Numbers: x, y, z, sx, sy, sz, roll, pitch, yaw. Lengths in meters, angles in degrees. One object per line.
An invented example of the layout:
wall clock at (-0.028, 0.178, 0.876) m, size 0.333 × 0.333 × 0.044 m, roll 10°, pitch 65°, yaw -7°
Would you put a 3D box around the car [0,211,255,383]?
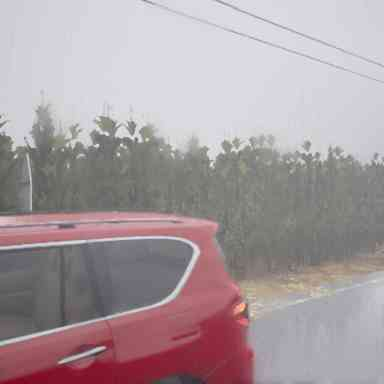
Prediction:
car at (-2.076, 1.222, 2.319) m, size 5.566 × 2.045 × 2.150 m, roll 0°, pitch 0°, yaw -33°
